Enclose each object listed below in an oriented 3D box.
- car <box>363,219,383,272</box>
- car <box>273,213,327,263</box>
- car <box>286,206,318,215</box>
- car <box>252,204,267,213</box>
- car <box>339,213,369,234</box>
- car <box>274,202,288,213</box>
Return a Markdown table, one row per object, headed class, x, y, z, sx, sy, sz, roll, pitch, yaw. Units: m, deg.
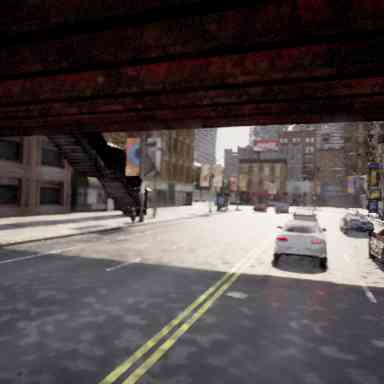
| class | x | y | z | sx | sy | sz | roll | pitch | yaw |
| --- | --- | --- | --- | --- | --- | --- | --- | --- | --- |
| car | 7.489 | 1.917 | 11.686 | 1.812 | 1.442 | 4.674 | 1 | -1 | 20 |
| car | 4.396 | 1.846 | 13.423 | 1.812 | 1.442 | 4.674 | 1 | -1 | 20 |
| car | 9.105 | 2.143 | 26.950 | 2.128 | 1.511 | 4.902 | 1 | -1 | 20 |
| car | 11.095 | 2.691 | 54.205 | 1.895 | 1.301 | 4.718 | 1 | -1 | 20 |
| car | 11.671 | 2.232 | 23.755 | 2.033 | 1.411 | 5.357 | 1 | -1 | 20 |
| car | 14.437 | 2.532 | 53.341 | 2.097 | 1.767 | 4.553 | 1 | -1 | 19 |
